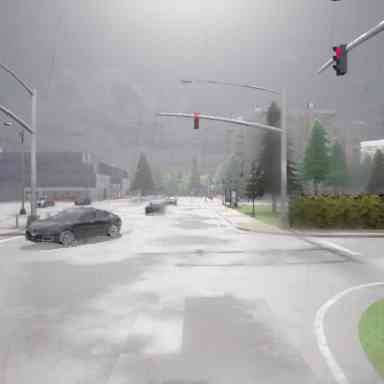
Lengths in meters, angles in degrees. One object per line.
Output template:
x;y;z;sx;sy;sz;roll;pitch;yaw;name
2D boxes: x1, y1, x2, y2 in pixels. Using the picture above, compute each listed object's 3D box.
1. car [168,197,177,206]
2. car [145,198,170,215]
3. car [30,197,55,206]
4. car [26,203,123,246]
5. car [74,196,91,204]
-3.479;1.565;55.306;1.994;1.385;4.181;0;0;0;car
-3.579;1.601;33.389;1.895;1.301;4.718;0;0;0;car
-20.482;1.384;45.687;1.970;1.475;3.806;0;0;0;car
-5.306;1.507;15.660;1.837;1.490;4.892;3;1;28;car
-17.425;1.374;53.076;1.845;1.501;3.633;0;0;0;car
